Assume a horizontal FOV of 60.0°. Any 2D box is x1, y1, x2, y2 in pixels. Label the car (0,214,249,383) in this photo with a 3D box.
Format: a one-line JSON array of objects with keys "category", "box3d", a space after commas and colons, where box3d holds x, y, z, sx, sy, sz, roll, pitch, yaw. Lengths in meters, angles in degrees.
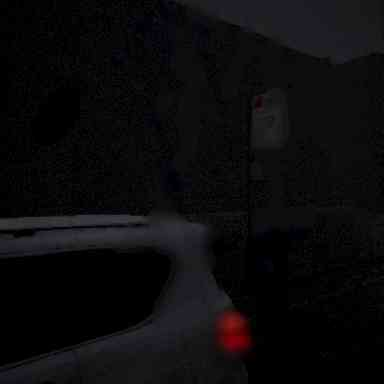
[{"category": "car", "box3d": [-2.158, 1.223, 1.840, 5.566, 2.045, 2.150, 0, 0, -36]}]
